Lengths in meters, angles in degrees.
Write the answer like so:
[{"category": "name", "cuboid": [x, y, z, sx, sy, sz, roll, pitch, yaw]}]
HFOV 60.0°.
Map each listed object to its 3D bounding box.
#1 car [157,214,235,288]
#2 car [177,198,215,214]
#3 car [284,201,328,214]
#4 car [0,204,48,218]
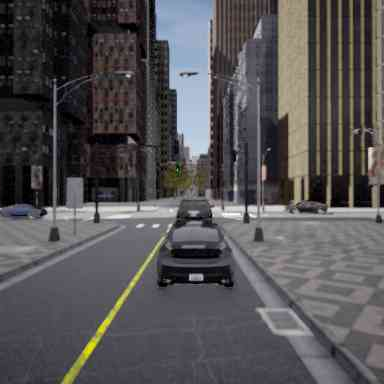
[{"category": "car", "cuboid": [0.089, 1.591, 9.491, 1.837, 1.490, 4.892, 0, -1, 0]}, {"category": "car", "cuboid": [0.235, 1.410, 21.227, 2.150, 2.045, 5.566, 0, -1, 3]}, {"category": "car", "cuboid": [13.441, 1.862, 39.321, 4.892, 1.490, 1.837, 0, 0, 0]}, {"category": "car", "cuboid": [-16.507, 1.846, 32.696, 4.181, 1.385, 1.994, 0, 0, 0]}]
